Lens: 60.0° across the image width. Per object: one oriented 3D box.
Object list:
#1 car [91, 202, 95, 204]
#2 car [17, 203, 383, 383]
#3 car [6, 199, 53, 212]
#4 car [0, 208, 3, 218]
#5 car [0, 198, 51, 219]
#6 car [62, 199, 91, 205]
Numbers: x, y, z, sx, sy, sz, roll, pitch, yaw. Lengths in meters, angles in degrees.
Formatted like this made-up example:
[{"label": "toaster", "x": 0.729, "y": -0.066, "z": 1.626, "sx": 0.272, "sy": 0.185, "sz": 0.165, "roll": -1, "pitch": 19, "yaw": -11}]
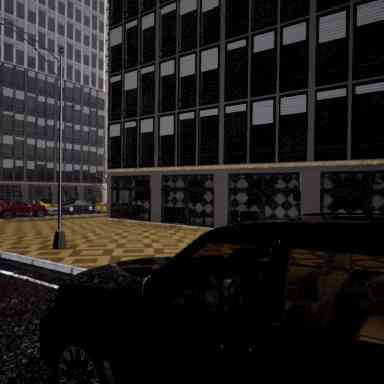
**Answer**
[{"label": "car", "x": -9.383, "y": 1.828, "z": 40.292, "sx": 1.752, "sy": 1.417, "sz": 4.829, "roll": 1, "pitch": 0, "yaw": 37}, {"label": "car", "x": 0.950, "y": 1.221, "z": 3.006, "sx": 5.566, "sy": 2.045, "sz": 2.150, "roll": 0, "pitch": 0, "yaw": 35}, {"label": "car", "x": -19.678, "y": 1.640, "z": 40.484, "sx": 1.752, "sy": 1.417, "sz": 4.829, "roll": 1, "pitch": 0, "yaw": 37}, {"label": "car", "x": -7.360, "y": 1.347, "z": 8.958, "sx": 4.553, "sy": 1.767, "sz": 2.097, "roll": 0, "pitch": 0, "yaw": 36}, {"label": "car", "x": -16.206, "y": 1.517, "z": 31.099, "sx": 2.192, "sy": 1.841, "sz": 5.009, "roll": 1, "pitch": 0, "yaw": 37}, {"label": "car", "x": -14.743, "y": 1.704, "z": 42.768, "sx": 1.837, "sy": 1.490, "sz": 4.892, "roll": 1, "pitch": 0, "yaw": 37}]
